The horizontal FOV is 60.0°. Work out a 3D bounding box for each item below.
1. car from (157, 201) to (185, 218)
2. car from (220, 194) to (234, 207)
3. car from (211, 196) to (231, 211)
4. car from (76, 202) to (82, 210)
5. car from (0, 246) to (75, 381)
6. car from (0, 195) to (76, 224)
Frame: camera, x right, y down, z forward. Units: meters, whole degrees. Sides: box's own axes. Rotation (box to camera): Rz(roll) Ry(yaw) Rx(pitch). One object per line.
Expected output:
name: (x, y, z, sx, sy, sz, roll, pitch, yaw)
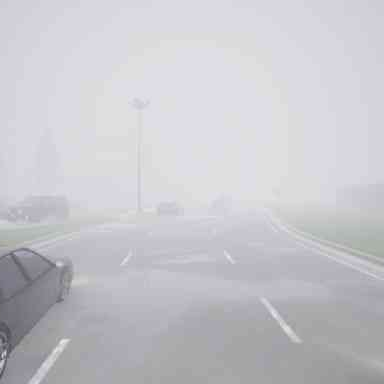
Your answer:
car: (-1.934, 1.541, 31.318, 2.128, 1.511, 4.902, 0, 0, 9)
car: (5.410, 1.305, 52.897, 2.150, 2.045, 5.566, 0, 0, 10)
car: (3.565, 1.572, 42.539, 1.837, 1.490, 4.892, 0, 0, 10)
car: (-15.676, 1.669, 41.187, 1.895, 1.301, 4.718, 0, 0, 10)
car: (-3.293, 1.556, 5.082, 2.033, 1.411, 5.357, 0, 0, -7)
car: (-11.636, 1.264, 25.455, 2.150, 2.045, 5.566, 0, 0, 13)
